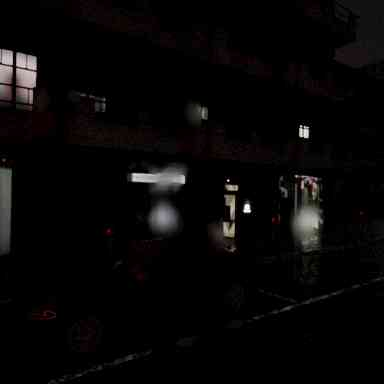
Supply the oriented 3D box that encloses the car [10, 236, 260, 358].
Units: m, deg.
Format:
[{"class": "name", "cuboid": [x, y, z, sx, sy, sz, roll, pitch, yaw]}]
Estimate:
[{"class": "car", "cuboid": [-0.740, 1.546, 6.022, 4.507, 1.381, 1.887, 0, 1, -36]}]
